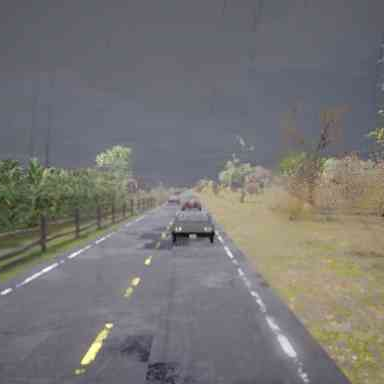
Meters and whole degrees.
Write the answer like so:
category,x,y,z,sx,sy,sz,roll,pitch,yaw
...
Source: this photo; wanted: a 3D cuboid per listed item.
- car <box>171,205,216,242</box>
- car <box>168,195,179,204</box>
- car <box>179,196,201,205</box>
category,x,y,z,sx,sy,sz,roll,pitch,yaw
car,0.044,1.541,15.964,1.895,1.301,4.718,0,0,0
car,-2.970,1.233,55.558,1.882,1.535,5.008,0,0,0
car,-0.031,1.194,38.048,2.097,1.767,4.553,0,0,0
